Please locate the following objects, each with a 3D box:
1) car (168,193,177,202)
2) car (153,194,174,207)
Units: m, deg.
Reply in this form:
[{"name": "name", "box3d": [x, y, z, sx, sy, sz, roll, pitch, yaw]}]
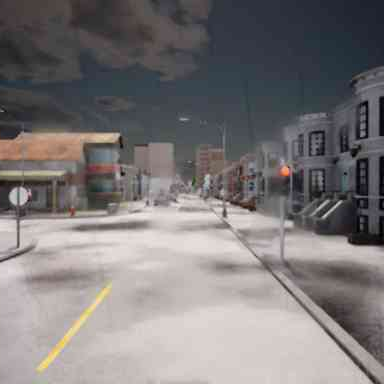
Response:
[{"name": "car", "box3d": [-3.887, 0.997, 61.891, 2.097, 1.767, 4.553, 0, 0, 1]}, {"name": "car", "box3d": [-3.997, 1.291, 44.634, 2.033, 1.411, 5.357, 0, 0, 0]}]
